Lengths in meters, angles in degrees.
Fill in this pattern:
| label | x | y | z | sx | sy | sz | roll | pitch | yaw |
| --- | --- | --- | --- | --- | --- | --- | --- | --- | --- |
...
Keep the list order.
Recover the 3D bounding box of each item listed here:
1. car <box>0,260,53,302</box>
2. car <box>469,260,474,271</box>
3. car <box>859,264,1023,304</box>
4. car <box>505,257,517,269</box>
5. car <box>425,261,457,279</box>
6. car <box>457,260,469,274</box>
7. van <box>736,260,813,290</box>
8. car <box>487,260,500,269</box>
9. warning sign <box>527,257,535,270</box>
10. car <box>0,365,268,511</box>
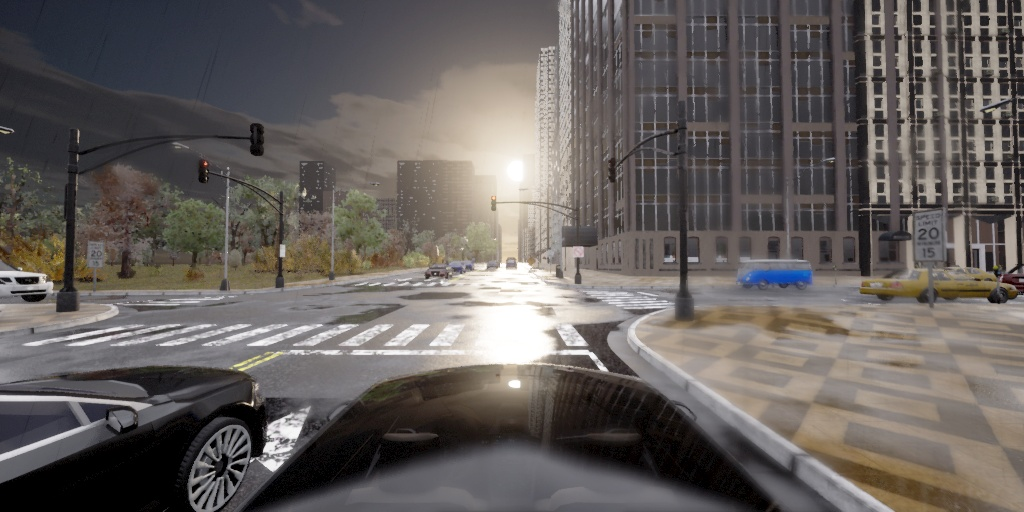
| label | x | y | z | sx | sy | sz | roll | pitch | yaw |
| --- | --- | --- | --- | --- | --- | --- | --- | --- | --- |
| car | -23.575 | 1.057 | 15.455 | 5.566 | 2.045 | 2.150 | 0 | -2 | -1 |
| car | -6.740 | 1.378 | 53.619 | 1.882 | 1.535 | 5.008 | 0 | 0 | 0 |
| car | 16.292 | 1.075 | 13.761 | 4.829 | 1.417 | 1.751 | 0 | 0 | -1 |
| car | -0.078 | 1.433 | 63.013 | 1.882 | 1.535 | 5.008 | 0 | 0 | 0 |
| car | -6.685 | 1.379 | 33.256 | 1.994 | 1.385 | 4.181 | 0 | 0 | 0 |
| car | -6.717 | 1.329 | 43.386 | 1.882 | 1.535 | 5.008 | 0 | 0 | 0 |
| van | 15.888 | 1.122 | 21.778 | 3.998 | 1.789 | 1.690 | 0 | 0 | -1 |
| car | -3.326 | 1.496 | 61.834 | 2.033 | 1.411 | 5.357 | 0 | 0 | 0 |
| warning sign | 2.709 | 1.000 | 50.679 | 1.300 | 1.860 | 1.060 | 0 | 0 | 0 |
| car | -3.143 | 1.241 | 1.308 | 2.128 | 1.511 | 4.902 | 0 | 0 | 0 |
